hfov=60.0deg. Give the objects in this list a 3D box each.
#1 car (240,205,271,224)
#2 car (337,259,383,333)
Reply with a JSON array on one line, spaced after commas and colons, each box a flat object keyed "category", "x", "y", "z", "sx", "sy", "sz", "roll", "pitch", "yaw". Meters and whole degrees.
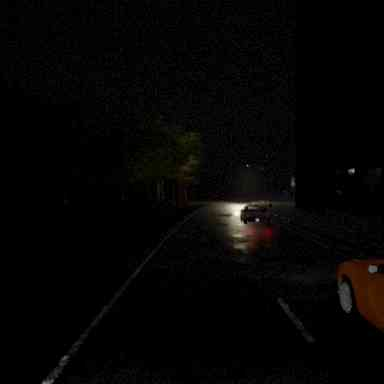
[{"category": "car", "x": 4.704, "y": 1.661, "z": 25.185, "sx": 1.895, "sy": 1.301, "sz": 4.718, "roll": 0, "pitch": 0, "yaw": 5}, {"category": "car", "x": 3.690, "y": 1.496, "z": 4.411, "sx": 1.882, "sy": 1.535, "sz": 5.008, "roll": 0, "pitch": 0, "yaw": 1}]
